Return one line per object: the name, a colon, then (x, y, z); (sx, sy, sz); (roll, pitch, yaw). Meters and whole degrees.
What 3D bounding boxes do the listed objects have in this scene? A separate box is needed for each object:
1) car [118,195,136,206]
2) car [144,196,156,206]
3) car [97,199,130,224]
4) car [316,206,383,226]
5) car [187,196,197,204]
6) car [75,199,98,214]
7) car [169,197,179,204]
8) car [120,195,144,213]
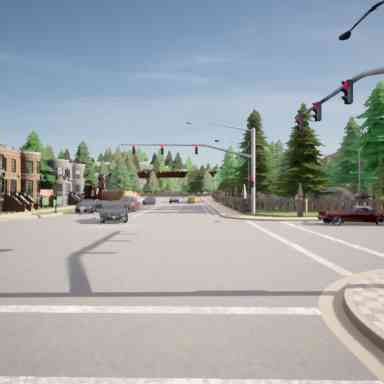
car: (-10.559, 1.347, 54.192); (2.097, 1.767, 4.553); (0, 0, 0)
car: (-7.043, 1.524, 55.597); (1.837, 1.490, 4.892); (0, 0, 0)
car: (-5.909, 1.505, 24.707); (1.837, 1.490, 4.892); (-1, 0, -16)
car: (11.171, 1.599, 22.914); (4.718, 1.301, 1.895); (0, 0, 2)
car: (0.051, 1.473, 64.944); (1.882, 1.535, 5.008); (0, 0, 0)
car: (-10.622, 1.489, 34.595); (2.128, 1.511, 4.902); (0, 0, 0)
car: (-3.450, 1.596, 65.232); (1.895, 1.301, 4.718); (0, 0, 0)
car: (-7.119, 1.349, 37.404); (2.097, 1.767, 4.553); (0, 0, 0)
